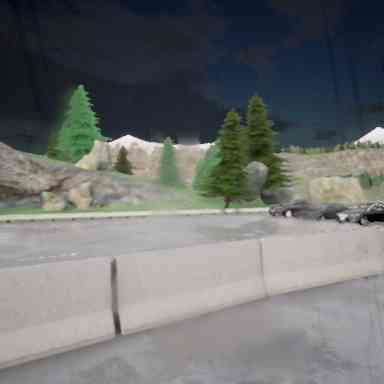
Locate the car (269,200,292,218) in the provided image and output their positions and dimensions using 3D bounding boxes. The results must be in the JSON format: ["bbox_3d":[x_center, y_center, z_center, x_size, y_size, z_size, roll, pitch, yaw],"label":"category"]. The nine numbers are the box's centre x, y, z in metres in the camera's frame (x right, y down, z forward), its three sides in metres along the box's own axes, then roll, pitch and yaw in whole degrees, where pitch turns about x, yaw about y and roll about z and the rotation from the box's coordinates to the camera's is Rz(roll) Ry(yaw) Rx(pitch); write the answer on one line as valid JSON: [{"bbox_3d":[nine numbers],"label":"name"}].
[{"bbox_3d":[8.990,1.473,29.242,4.892,1.490,1.837,0,0,-26],"label":"car"}]

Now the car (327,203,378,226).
[{"bbox_3d":[12.090,1.482,22.966,4.902,1.511,2.128,0,0,-26],"label":"car"}]

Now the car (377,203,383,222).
[{"bbox_3d":[13.633,1.532,19.824,4.892,1.490,1.837,0,0,-26],"label":"car"}]

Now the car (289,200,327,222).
[{"bbox_3d":[10.599,1.578,26.134,5.357,1.411,2.033,0,0,-26],"label":"car"}]
